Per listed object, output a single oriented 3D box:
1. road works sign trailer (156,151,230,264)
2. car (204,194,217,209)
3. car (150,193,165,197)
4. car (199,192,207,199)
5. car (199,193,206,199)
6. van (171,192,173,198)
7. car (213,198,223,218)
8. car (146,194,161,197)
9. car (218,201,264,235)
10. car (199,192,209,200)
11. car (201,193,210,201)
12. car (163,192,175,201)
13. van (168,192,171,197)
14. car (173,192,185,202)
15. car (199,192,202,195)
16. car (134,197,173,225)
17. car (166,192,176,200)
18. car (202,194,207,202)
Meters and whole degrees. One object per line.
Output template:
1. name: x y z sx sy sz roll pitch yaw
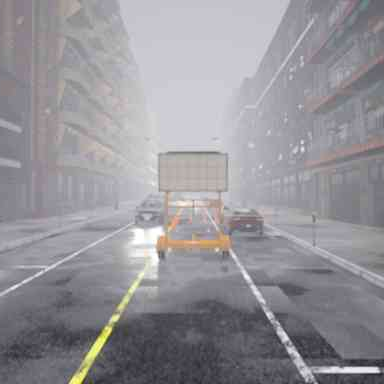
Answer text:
1. road works sign trailer: 0.044 0.390 11.519 2.380 3.560 2.880 0 0 1
2. car: 2.772 1.321 39.955 1.887 1.381 4.507 1 0 0
3. car: -5.076 1.066 45.586 2.192 1.841 5.009 2 0 0
4. car: 2.876 1.230 62.078 1.887 1.381 4.507 1 0 0
5. car: 3.000 1.039 95.265 1.967 1.590 4.097 1 0 0
6. van: -4.999 1.026 62.176 1.690 1.788 3.998 1 0 0
7. car: 2.695 1.382 23.535 1.752 1.417 4.829 1 0 0
8. car: -5.108 1.302 39.885 1.752 1.417 4.829 2 0 0
9. car: 2.668 1.433 17.833 1.887 1.381 4.507 1 0 0
10. car: 2.951 0.936 84.201 2.192 1.841 5.009 1 0 0
11. car: 2.938 1.091 73.140 1.967 1.590 4.097 1 0 0
12. car: -4.947 0.966 73.237 2.192 1.841 5.009 1 0 0
13. van: -5.025 1.045 56.644 1.690 1.788 3.998 2 0 0
14. car: -2.486 0.902 63.322 2.150 2.045 5.566 0 0 1
15. car: 2.902 1.212 67.608 1.887 1.381 4.507 1 0 0
16. car: -2.742 1.351 22.897 2.128 1.511 4.902 0 0 0
17. car: -4.920 0.950 78.767 2.192 1.841 5.009 1 0 0
18. car: 2.797 1.301 45.487 2.008 1.369 4.403 1 0 0
